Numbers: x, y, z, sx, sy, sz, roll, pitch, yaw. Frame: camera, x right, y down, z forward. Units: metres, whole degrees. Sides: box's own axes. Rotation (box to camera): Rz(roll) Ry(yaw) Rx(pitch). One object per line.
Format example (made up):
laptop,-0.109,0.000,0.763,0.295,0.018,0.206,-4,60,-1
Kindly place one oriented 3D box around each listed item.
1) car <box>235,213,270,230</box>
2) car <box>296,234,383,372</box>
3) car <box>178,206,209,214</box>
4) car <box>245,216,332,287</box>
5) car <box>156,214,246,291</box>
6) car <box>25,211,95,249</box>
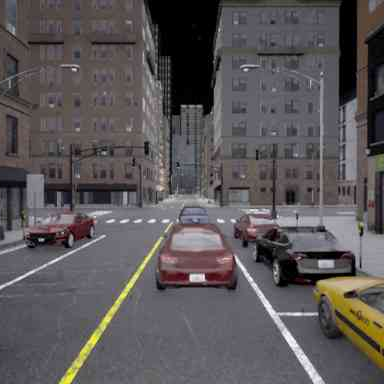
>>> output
car,2.870,1.599,14.775,1.802,1.307,4.206,-1,0,0
car,2.866,1.530,3.773,1.752,1.417,4.829,-1,0,0
car,0.105,1.571,20.419,2.033,1.411,5.357,0,0,-1
car,2.868,1.577,9.190,1.947,1.339,4.313,-1,0,0
car,0.099,1.536,8.903,1.812,1.442,4.674,0,0,0
car,-5.676,1.562,14.775,1.887,1.381,4.507,-1,0,0
